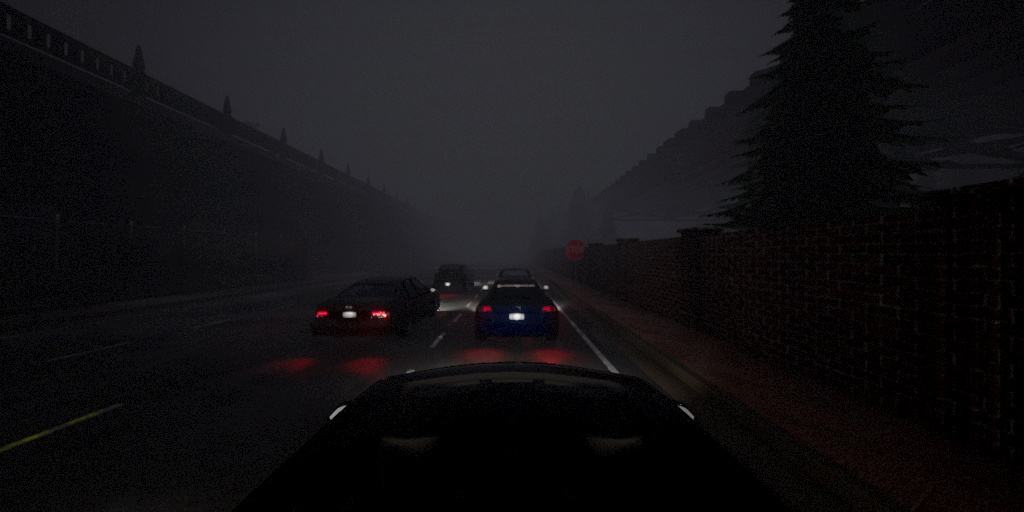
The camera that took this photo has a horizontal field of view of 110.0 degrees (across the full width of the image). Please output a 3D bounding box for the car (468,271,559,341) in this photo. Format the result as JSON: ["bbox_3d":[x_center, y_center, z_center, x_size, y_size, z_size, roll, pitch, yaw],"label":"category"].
[{"bbox_3d":[0.106,1.285,9.811,1.994,1.385,4.181,0,0,0],"label":"car"}]

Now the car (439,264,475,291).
[{"bbox_3d":[-3.363,1.186,21.202,1.837,1.490,4.892,0,1,0],"label":"car"}]

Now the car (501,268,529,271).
[{"bbox_3d":[0.132,1.290,18.630,1.895,1.301,4.718,0,0,-1],"label":"car"}]

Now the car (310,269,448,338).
[{"bbox_3d":[-3.392,1.268,10.035,2.033,1.411,5.357,0,0,0],"label":"car"}]
